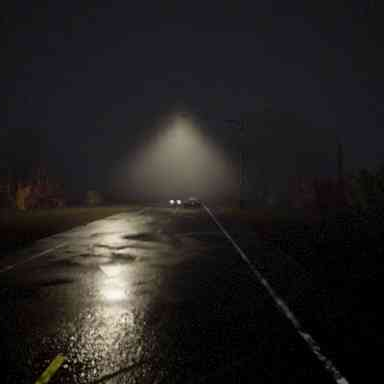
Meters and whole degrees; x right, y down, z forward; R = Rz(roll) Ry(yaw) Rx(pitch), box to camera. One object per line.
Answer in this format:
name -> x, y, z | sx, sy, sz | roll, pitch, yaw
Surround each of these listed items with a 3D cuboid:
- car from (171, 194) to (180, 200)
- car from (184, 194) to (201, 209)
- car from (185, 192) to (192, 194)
car -> -3.462, 1.074, 70.300 | 1.895, 1.301, 4.718 | 0, 0, 0
car -> 0.082, 1.264, 40.212 | 1.994, 1.385, 4.181 | 0, 0, 1
car -> -0.009, 1.145, 51.200 | 1.812, 1.442, 4.674 | 0, 0, 0
